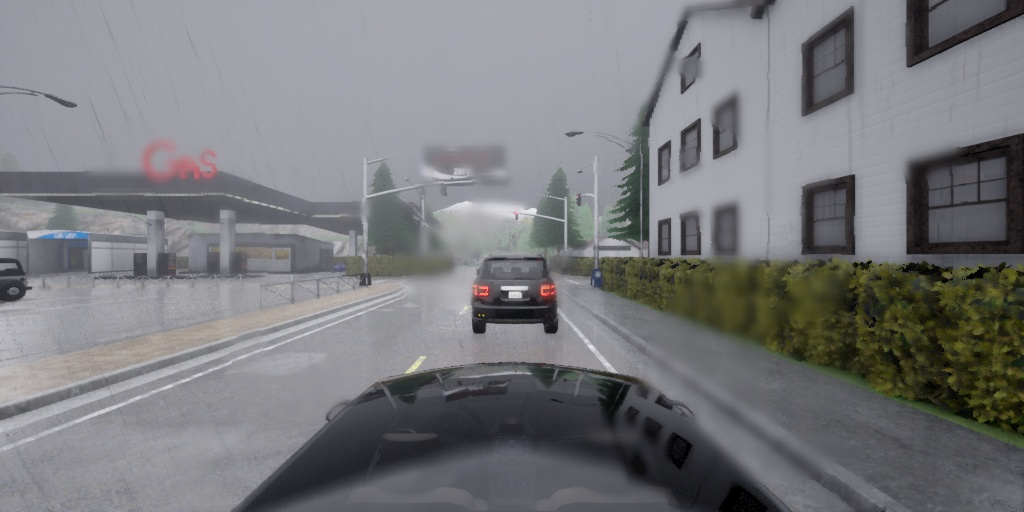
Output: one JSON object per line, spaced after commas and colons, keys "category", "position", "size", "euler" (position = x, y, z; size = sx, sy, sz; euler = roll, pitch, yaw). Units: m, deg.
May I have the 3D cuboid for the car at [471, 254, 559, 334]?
{"category": "car", "position": [0.084, 0.971, 10.789], "size": [2.150, 2.045, 5.566], "euler": [0, 0, 0]}
